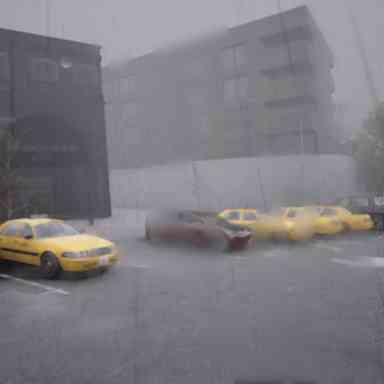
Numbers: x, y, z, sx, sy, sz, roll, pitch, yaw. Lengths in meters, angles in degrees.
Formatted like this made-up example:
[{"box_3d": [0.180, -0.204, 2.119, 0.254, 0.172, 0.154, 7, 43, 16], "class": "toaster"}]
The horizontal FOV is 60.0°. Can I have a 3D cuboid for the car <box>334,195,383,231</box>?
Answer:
[{"box_3d": [9.902, 1.240, 20.753, 5.566, 2.045, 2.435, -1, -1, 34], "class": "car"}]

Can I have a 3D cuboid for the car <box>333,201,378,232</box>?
[{"box_3d": [7.347, 1.473, 19.090, 5.366, 1.575, 1.946, -1, -1, 34], "class": "car"}]

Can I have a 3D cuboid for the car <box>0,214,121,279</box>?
[{"box_3d": [-4.494, 1.479, 10.154, 5.366, 1.575, 1.946, -1, -1, 35], "class": "car"}]

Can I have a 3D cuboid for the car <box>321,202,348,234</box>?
[{"box_3d": [4.921, 1.463, 17.338, 5.366, 1.575, 1.946, -1, -1, 34], "class": "car"}]

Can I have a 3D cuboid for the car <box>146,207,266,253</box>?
[{"box_3d": [0.243, 1.491, 13.727, 4.792, 1.488, 2.163, -1, -1, 34], "class": "car"}]

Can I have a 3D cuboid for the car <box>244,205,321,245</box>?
[{"box_3d": [2.798, 1.453, 15.384, 5.366, 1.575, 1.946, -1, -1, 34], "class": "car"}]
